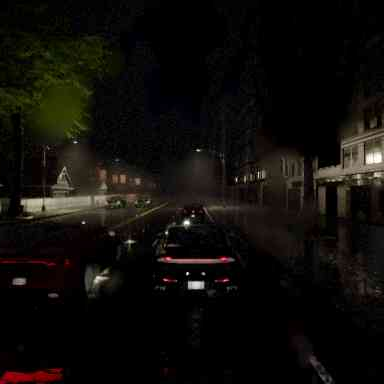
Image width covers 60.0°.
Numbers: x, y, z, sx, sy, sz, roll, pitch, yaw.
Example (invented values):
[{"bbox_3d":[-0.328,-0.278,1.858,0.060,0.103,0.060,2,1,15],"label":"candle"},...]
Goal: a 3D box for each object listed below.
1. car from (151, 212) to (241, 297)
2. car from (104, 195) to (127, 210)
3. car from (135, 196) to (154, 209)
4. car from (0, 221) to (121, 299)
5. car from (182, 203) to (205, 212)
[{"bbox_3d":[0.091,1.492,8.532,2.128,1.511,4.902,0,0,0],"label":"car"},{"bbox_3d":[-9.824,1.332,42.964,2.097,1.767,4.553,0,0,0],"label":"car"},{"bbox_3d":[-6.554,1.328,45.841,2.097,1.767,4.553,0,0,0],"label":"car"},{"bbox_3d":[-3.154,1.477,8.550,1.882,1.535,5.008,0,0,0],"label":"car"},{"bbox_3d":[0.088,1.596,28.495,1.895,1.301,4.718,0,0,0],"label":"car"}]
